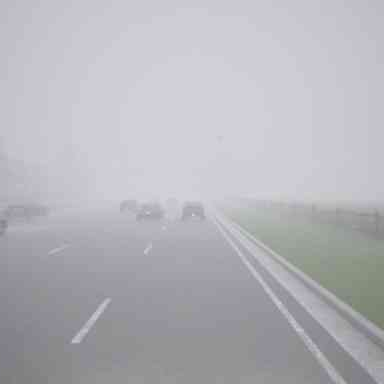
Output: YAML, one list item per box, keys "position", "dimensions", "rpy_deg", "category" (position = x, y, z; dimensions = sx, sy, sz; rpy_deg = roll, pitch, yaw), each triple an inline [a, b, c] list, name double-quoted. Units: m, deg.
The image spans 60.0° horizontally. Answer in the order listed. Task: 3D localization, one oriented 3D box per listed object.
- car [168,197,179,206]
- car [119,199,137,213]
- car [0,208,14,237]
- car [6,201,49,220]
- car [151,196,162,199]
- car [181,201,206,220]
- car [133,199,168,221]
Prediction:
- position: [-3.398, 1.612, 57.827]
  dimensions: [1.994, 1.385, 4.181]
  rpy_deg: [0, 0, 0]
  category: "car"
- position: [-6.898, 1.536, 37.498]
  dimensions: [1.837, 1.490, 4.892]
  rpy_deg: [0, 0, 0]
  category: "car"
- position: [-10.397, 1.614, 15.066]
  dimensions: [1.895, 1.301, 4.718]
  rpy_deg: [0, 0, 0]
  category: "car"
- position: [-13.900, 1.516, 28.264]
  dimensions: [2.128, 1.511, 4.902]
  rpy_deg: [0, 0, 0]
  category: "car"
- position: [-6.897, 1.544, 63.507]
  dimensions: [2.128, 1.511, 4.902]
  rpy_deg: [0, 0, 0]
  category: "car"
- position: [0.102, 1.530, 28.643]
  dimensions: [1.837, 1.490, 4.892]
  rpy_deg: [0, 0, 0]
  category: "car"
- position: [-3.400, 1.587, 27.883]
  dimensions: [1.994, 1.385, 4.181]
  rpy_deg: [0, 0, 0]
  category: "car"
